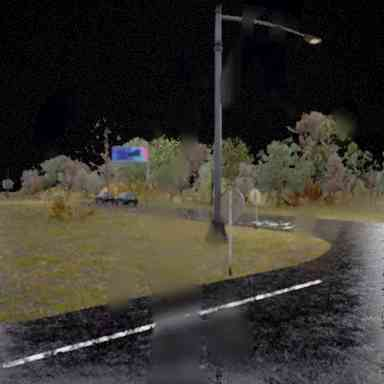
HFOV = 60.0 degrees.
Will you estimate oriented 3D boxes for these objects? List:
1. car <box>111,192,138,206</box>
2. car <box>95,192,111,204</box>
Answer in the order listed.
[{"bbox_3d":[-10.506,1.091,53.051,2.150,2.045,5.566,0,0,-33],"label":"car"},{"bbox_3d":[-16.030,1.072,61.232,2.150,2.045,5.566,0,0,-34],"label":"car"}]
